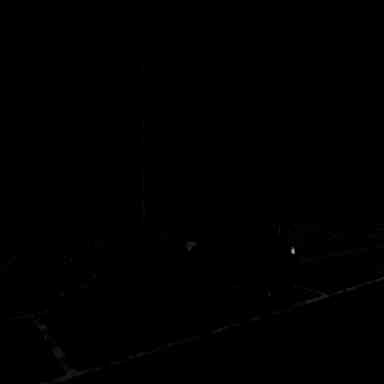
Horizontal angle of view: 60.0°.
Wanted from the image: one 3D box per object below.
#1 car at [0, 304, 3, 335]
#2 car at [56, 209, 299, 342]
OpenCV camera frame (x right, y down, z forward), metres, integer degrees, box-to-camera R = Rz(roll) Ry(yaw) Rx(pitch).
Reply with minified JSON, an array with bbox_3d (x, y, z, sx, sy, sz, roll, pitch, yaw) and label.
[{"bbox_3d":[-4.415,1.584,3.506,4.206,1.307,1.802,0,0,-35],"label":"car"},{"bbox_3d":[0.033,1.311,6.666,5.009,1.841,2.192,0,0,-35],"label":"car"}]
